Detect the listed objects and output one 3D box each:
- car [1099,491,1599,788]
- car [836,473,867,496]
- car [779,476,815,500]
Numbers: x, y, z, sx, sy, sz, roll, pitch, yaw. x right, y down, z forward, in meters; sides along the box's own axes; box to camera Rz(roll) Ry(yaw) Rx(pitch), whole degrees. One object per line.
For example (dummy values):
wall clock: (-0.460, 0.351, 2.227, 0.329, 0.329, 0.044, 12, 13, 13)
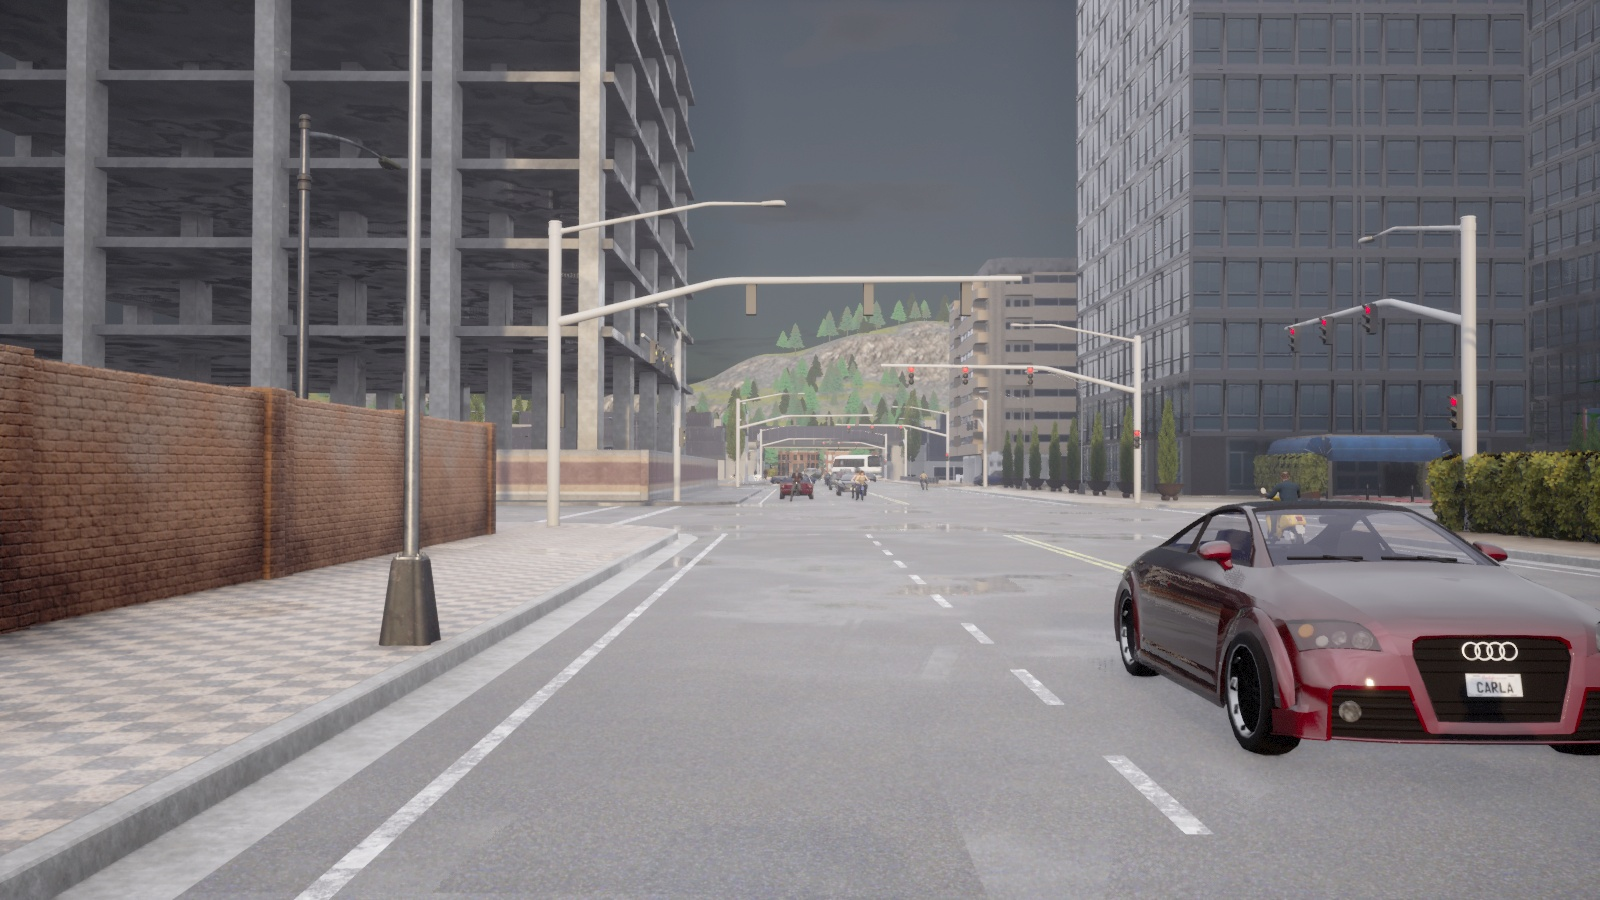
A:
car: (3.480, 1.004, 8.286, 1.994, 1.385, 4.181, 0, -1, 0)
car: (3.309, 2.183, 80.926, 1.812, 1.442, 4.674, 0, -1, 0)
car: (-0.164, 2.091, 70.149, 1.895, 1.301, 4.718, 0, -1, 0)
